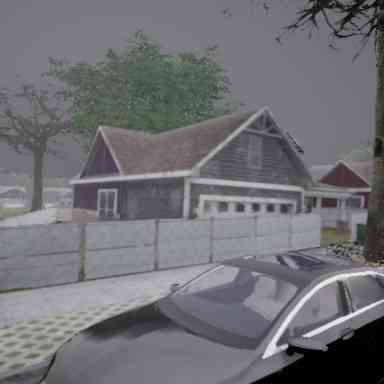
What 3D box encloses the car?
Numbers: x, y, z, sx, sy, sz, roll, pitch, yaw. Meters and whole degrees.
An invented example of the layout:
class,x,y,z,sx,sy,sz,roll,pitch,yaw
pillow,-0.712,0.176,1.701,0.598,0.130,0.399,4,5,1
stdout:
class,x,y,z,sx,sy,sz,roll,pitch,yaw
car,0.931,1.527,3.752,4.902,1.511,2.128,1,0,-36
